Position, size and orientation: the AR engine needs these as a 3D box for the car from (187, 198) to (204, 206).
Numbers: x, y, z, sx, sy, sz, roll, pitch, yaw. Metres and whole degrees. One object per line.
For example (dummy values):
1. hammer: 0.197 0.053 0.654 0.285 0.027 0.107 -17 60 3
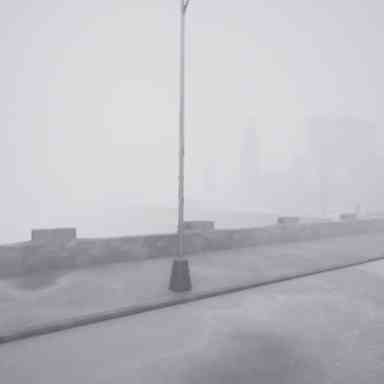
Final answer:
1. car: 0.475 1.936 64.900 1.812 1.442 4.674 1 -1 -35
